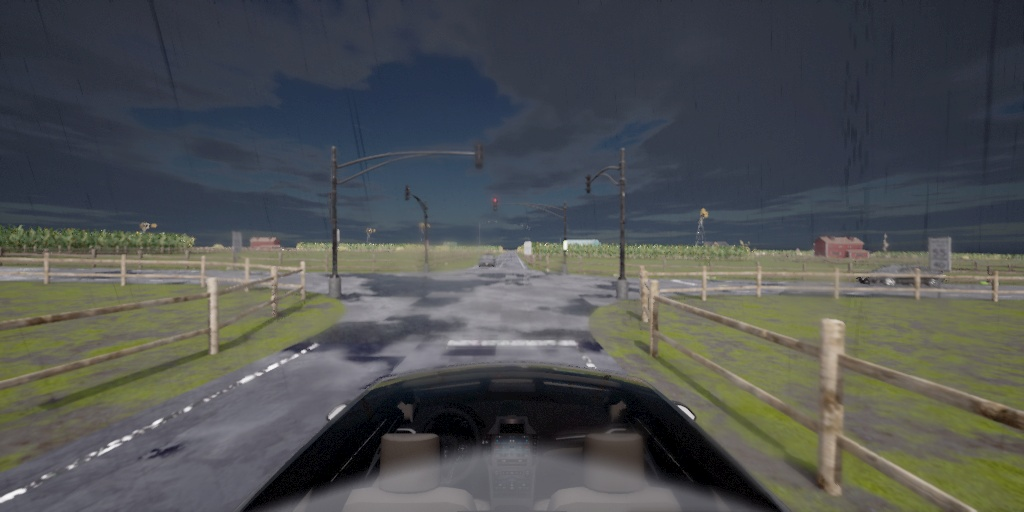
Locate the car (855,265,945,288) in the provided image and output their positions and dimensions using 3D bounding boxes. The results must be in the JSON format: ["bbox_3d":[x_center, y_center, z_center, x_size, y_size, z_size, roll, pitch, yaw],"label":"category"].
[{"bbox_3d":[26.573,1.362,24.630,4.892,1.490,1.837,1,1,0],"label":"car"}]

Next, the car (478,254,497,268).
[{"bbox_3d":[-2.758,0.568,40.962,1.837,1.490,4.892,0,3,0],"label":"car"}]
